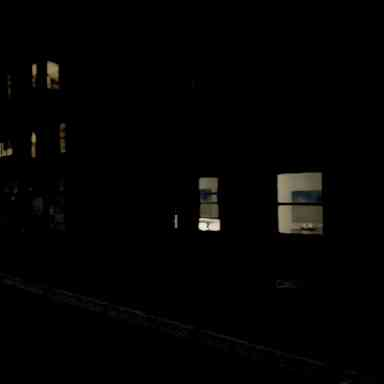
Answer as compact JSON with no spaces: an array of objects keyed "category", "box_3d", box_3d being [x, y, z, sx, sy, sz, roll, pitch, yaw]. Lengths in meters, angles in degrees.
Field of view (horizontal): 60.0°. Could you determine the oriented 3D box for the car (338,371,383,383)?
[{"category":"car","box_3d":[2.629,1.530,1.016,4.507,1.381,1.887,-1,-1,36]}]
